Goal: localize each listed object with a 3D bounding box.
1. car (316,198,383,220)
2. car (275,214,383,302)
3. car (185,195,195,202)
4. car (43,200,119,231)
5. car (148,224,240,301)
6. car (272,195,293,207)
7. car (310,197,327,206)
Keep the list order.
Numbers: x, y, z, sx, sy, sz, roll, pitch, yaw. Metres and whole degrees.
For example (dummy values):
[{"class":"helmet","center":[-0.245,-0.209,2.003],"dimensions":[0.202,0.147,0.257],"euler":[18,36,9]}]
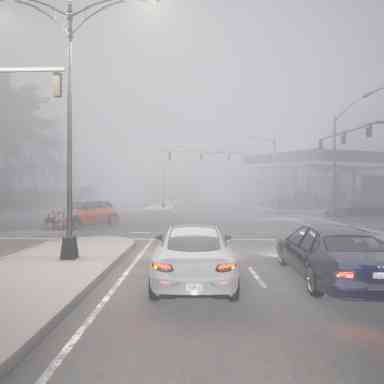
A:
[{"class":"car","center":[13.339,1.486,27.631],"dimensions":[4.902,1.511,2.128],"euler":[0,0,-1]},{"class":"car","center":[3.518,1.545,8.483],"dimensions":[2.033,1.411,5.357],"euler":[0,0,3]},{"class":"car","center":[-0.428,1.428,72.796],"dimensions":[1.812,1.442,4.674],"euler":[0,0,0]},{"class":"car","center":[-6.725,1.312,20.470],"dimensions":[2.097,1.767,4.553],"euler":[1,0,34]},{"class":"car","center":[0.039,1.516,8.178],"dimensions":[1.812,1.442,4.674],"euler":[0,0,0]},{"class":"car","center":[12.929,1.261,47.798],"dimensions":[2.242,1.667,4.611],"euler":[0,0,0]},{"class":"car","center":[18.669,1.433,48.595],"dimensions":[1.970,1.475,3.806],"euler":[0,0,0]}]
